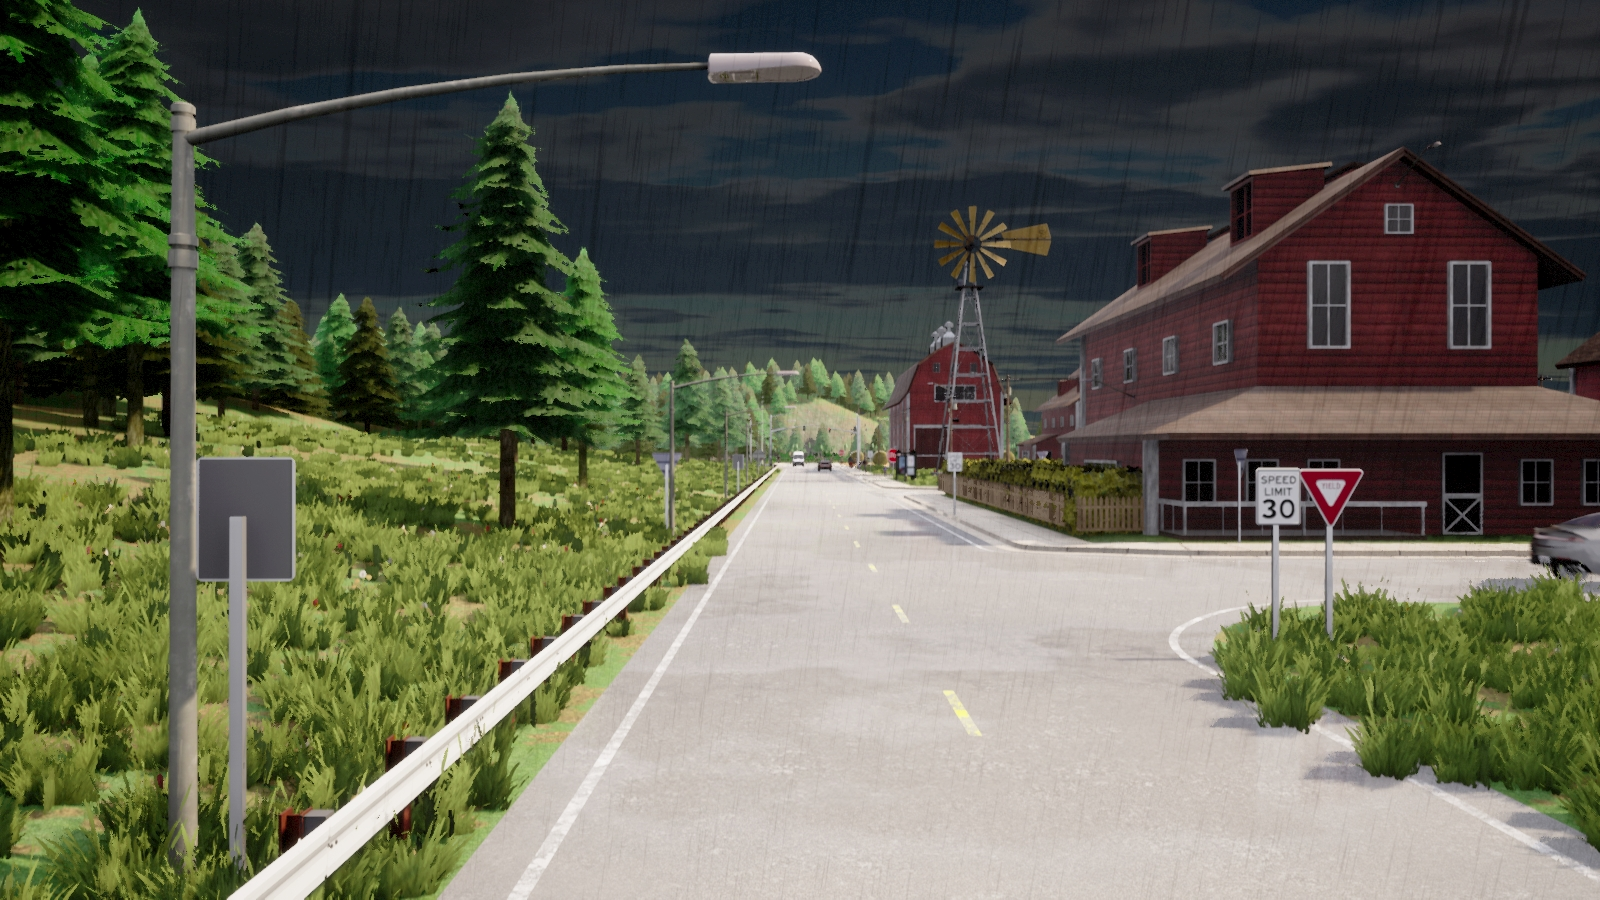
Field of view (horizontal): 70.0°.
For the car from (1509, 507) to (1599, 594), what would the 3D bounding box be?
[{"bbox_3d":[16.893,1.912,22.203,4.902,1.511,2.128,0,0,0],"label":"car"}]
